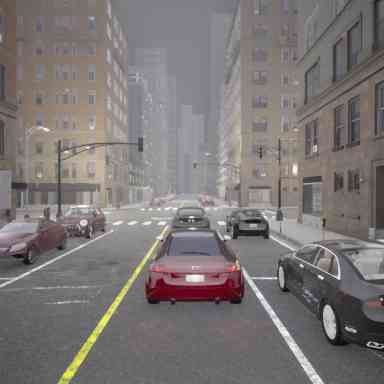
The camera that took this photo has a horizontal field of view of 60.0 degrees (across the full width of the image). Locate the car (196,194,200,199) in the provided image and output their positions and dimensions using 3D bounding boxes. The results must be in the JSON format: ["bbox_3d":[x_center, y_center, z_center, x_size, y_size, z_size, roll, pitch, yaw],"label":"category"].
[{"bbox_3d":[2.552,1.523,75.886,1.967,1.590,4.097,0,0,0],"label":"car"}]

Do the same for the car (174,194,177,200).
[{"bbox_3d":[-6.025,1.456,92.081,2.192,1.841,5.009,0,0,0],"label":"car"}]

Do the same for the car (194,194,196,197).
[{"bbox_3d":[2.499,1.456,92.113,2.192,1.841,5.009,0,0,0],"label":"car"}]

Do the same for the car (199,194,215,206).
[{"bbox_3d":[2.621,1.475,54.250,1.967,1.590,4.097,0,0,0],"label":"car"}]

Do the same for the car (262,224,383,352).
[{"bbox_3d":[2.828,1.551,6.158,2.008,1.369,4.403,0,0,0],"label":"car"}]

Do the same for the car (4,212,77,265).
[{"bbox_3d":[-5.725,1.582,11.617,1.802,1.307,4.206,0,0,0],"label":"car"}]

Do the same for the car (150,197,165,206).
[{"bbox_3d":[-5.903,1.617,54.221,1.802,1.307,4.206,0,0,0],"label":"car"}]

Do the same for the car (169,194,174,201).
[{"bbox_3d":[-5.989,1.625,81.093,1.752,1.417,4.829,0,0,0],"label":"car"}]

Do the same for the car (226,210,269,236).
[{"bbox_3d":[2.773,1.566,17.160,1.947,1.339,4.313,0,0,0],"label":"car"}]

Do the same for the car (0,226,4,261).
[{"bbox_3d":[-5.697,1.566,6.115,1.947,1.339,4.313,0,0,0],"label":"car"}]

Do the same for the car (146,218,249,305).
[{"bbox_3d":[0.042,1.564,8.156,1.994,1.385,4.181,0,0,-1],"label":"car"}]

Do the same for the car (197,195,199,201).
[{"bbox_3d":[2.588,1.606,65.068,2.008,1.369,4.403,0,0,0],"label":"car"}]

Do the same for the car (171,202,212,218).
[{"bbox_3d":[-0.046,1.505,17.069,1.837,1.490,4.892,0,0,0],"label":"car"}]

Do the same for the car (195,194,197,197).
[{"bbox_3d":[2.517,1.560,86.704,1.967,1.590,4.097,0,0,0],"label":"car"}]

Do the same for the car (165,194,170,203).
[{"bbox_3d":[-5.937,1.606,65.037,2.008,1.369,4.403,0,0,0],"label":"car"}]

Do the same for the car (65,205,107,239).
[{"bbox_3d":[-5.752,1.440,17.118,1.967,1.590,4.097,0,0,0],"label":"car"}]
